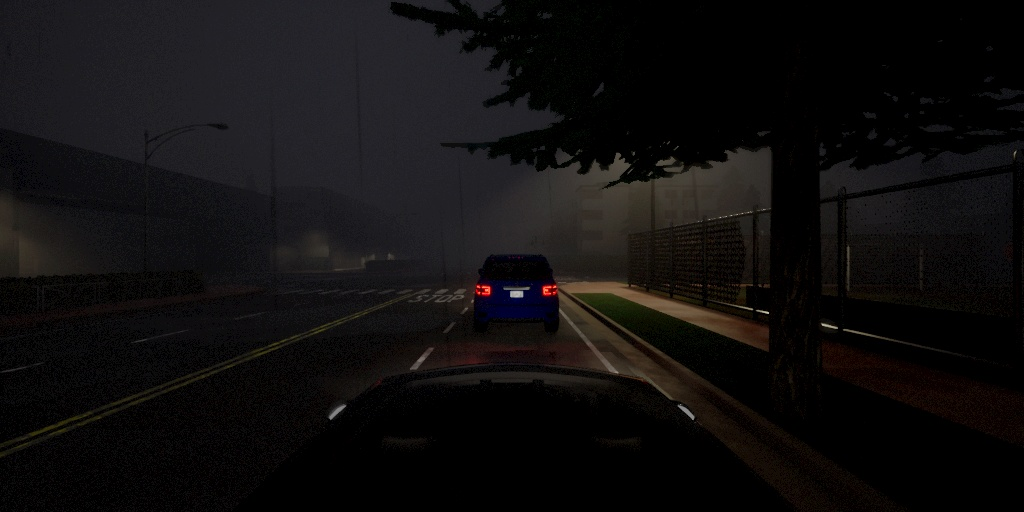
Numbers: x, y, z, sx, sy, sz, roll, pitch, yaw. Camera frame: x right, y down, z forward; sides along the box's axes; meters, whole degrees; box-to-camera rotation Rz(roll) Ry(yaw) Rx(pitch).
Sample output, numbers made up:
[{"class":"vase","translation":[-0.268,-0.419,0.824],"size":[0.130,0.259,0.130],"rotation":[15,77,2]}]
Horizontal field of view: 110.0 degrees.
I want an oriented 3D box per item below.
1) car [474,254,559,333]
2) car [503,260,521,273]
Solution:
[{"class":"car","translation":[0.113,0.972,10.933],"size":[2.150,2.045,5.566],"rotation":[0,0,0]},{"class":"car","translation":[0.013,1.241,45.772],"size":[2.128,1.511,4.902],"rotation":[0,0,0]}]
